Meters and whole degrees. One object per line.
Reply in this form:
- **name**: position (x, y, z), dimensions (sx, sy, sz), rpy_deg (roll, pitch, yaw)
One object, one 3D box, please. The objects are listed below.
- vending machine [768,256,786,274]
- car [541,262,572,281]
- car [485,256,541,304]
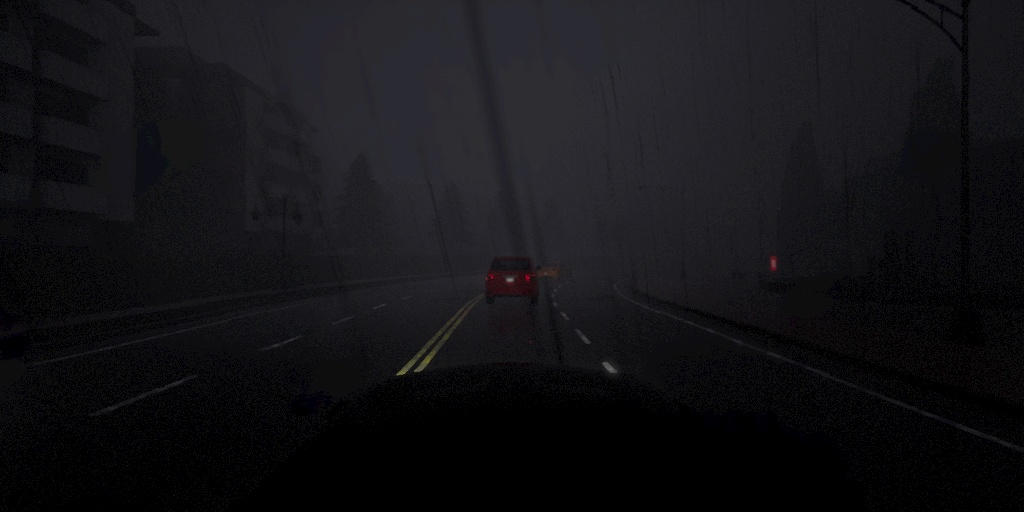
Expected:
- **vending machine**: position (34.598, 0.945, 46.847), dimensions (0.880, 2.100, 1.100), rpy_deg (0, 0, -13)
- **car**: position (3.643, 1.235, 30.263), dimensions (1.882, 1.535, 5.008), rpy_deg (0, 0, 24)
- **car**: position (0.134, 1.008, 16.389), dimensions (2.150, 2.045, 5.566), rpy_deg (0, 0, 5)
